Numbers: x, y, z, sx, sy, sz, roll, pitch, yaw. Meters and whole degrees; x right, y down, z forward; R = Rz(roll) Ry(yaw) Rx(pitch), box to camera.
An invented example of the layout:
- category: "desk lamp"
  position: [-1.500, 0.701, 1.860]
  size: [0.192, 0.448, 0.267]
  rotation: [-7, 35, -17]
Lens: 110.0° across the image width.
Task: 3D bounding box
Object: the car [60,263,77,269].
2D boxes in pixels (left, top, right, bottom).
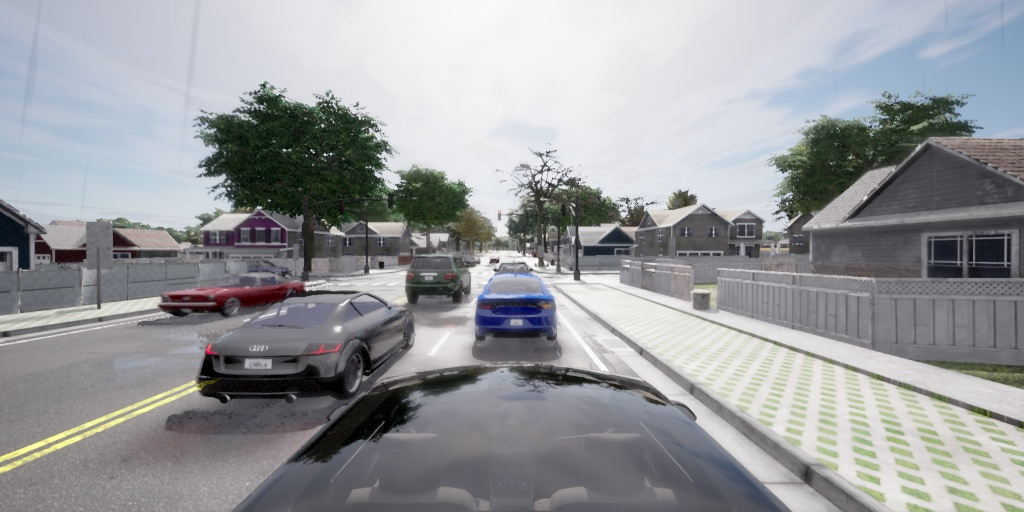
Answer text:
- category: "car"
  position: [-36.573, 1.364, 30.002]
  size: [5.008, 1.535, 1.882]
  rotation: [0, 1, 5]

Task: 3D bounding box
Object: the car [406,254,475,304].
- category: "car"
  position: [-3.173, 0.930, 16.351]
  size: [2.150, 2.045, 5.566]
  rotation: [0, 0, 0]

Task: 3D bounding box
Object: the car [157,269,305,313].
- category: "car"
  position: [-9.753, 1.326, 12.997]
  size: [1.895, 1.301, 4.718]
  rotation: [0, 0, 1]

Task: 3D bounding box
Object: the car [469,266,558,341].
- category: "car"
  position: [0.088, 1.214, 9.887]
  size: [1.882, 1.535, 5.008]
  rotation: [0, 0, 0]

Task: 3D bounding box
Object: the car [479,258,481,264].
- category: "car"
  position: [-6.653, 0.742, 64.518]
  size: [2.033, 1.411, 5.357]
  rotation: [0, 1, 0]

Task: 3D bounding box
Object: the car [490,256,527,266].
- category: "car"
  position: [0.074, 1.045, 18.842]
  size: [2.097, 1.767, 4.553]
  rotation: [0, 0, 0]

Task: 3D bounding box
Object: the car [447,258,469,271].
- category: "car"
  position: [-6.664, 1.021, 44.800]
  size: [2.033, 1.411, 5.357]
  rotation: [0, 1, 0]

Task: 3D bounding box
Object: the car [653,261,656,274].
- category: "car"
  position: [12.675, 1.101, 32.532]
  size: [4.718, 1.301, 1.895]
  rotation: [0, 1, 1]

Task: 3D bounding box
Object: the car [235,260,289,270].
- category: "car"
  position: [-20.357, 1.133, 29.064]
  size: [4.553, 1.767, 2.097]
  rotation: [0, 1, 4]

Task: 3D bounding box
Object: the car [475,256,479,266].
- category: "car"
  position: [-6.661, 0.727, 54.238]
  size: [2.097, 1.767, 4.553]
  rotation: [0, 1, 0]

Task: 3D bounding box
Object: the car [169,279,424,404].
- category: "car"
  position: [-3.157, 1.309, 6.470]
  size: [1.994, 1.385, 4.181]
  rotation: [0, 0, 0]
